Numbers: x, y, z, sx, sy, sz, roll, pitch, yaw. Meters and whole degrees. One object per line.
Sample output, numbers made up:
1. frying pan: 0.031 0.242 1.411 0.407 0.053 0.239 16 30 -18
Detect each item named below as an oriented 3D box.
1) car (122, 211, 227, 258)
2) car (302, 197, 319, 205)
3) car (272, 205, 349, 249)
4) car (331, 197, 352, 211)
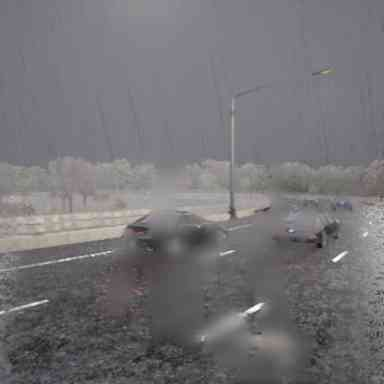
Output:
1. car: -0.455 1.485 12.866 1.837 1.490 4.892 0 0 38
2. car: 15.734 1.476 44.200 1.837 1.490 4.892 0 0 18
3. car: 5.267 1.536 14.796 2.033 1.411 5.357 0 0 34
4. car: 18.222 1.333 40.717 2.097 1.767 4.553 0 0 20
